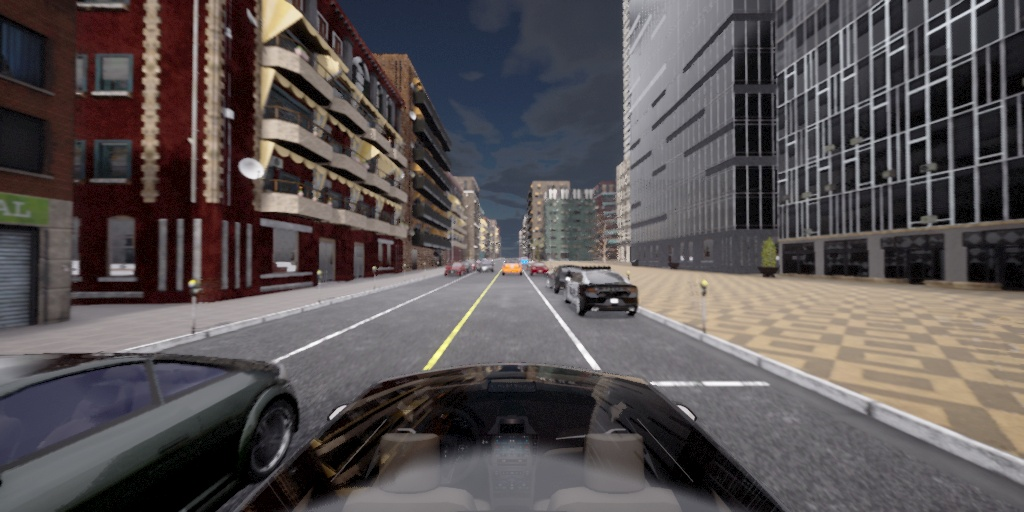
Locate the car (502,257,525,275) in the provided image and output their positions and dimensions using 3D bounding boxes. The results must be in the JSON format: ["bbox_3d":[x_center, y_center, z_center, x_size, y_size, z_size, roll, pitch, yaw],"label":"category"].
[{"bbox_3d":[0.066,1.101,38.285,2.097,1.767,4.553,0,0,2],"label":"car"}]

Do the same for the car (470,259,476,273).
[{"bbox_3d":[-5.690,1.315,41.962,1.948,1.339,4.313,0,0,0],"label":"car"}]

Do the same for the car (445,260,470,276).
[{"bbox_3d":[-5.690,1.294,36.392,1.888,1.381,4.507,0,0,0],"label":"car"}]

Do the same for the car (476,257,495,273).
[{"bbox_3d":[-3.088,1.241,43.099,2.128,1.511,4.902,0,0,0],"label":"car"}]

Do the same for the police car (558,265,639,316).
[{"bbox_3d":[3.134,1.174,13.571,1.930,1.638,5.238,0,0,0],"label":"police car"}]

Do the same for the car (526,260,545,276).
[{"bbox_3d":[2.691,1.294,36.391,1.888,1.381,4.507,0,0,0],"label":"car"}]

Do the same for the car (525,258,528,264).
[{"bbox_3d":[2.690,1.300,47.531,2.007,1.370,4.403,0,0,0],"label":"car"}]

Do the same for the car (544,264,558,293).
[{"bbox_3d":[3.145,1.254,20.461,1.837,1.490,4.892,0,0,0],"label":"car"}]

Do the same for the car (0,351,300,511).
[{"bbox_3d":[-3.100,1.314,1.850,1.994,1.385,4.181,0,0,0],"label":"car"}]
